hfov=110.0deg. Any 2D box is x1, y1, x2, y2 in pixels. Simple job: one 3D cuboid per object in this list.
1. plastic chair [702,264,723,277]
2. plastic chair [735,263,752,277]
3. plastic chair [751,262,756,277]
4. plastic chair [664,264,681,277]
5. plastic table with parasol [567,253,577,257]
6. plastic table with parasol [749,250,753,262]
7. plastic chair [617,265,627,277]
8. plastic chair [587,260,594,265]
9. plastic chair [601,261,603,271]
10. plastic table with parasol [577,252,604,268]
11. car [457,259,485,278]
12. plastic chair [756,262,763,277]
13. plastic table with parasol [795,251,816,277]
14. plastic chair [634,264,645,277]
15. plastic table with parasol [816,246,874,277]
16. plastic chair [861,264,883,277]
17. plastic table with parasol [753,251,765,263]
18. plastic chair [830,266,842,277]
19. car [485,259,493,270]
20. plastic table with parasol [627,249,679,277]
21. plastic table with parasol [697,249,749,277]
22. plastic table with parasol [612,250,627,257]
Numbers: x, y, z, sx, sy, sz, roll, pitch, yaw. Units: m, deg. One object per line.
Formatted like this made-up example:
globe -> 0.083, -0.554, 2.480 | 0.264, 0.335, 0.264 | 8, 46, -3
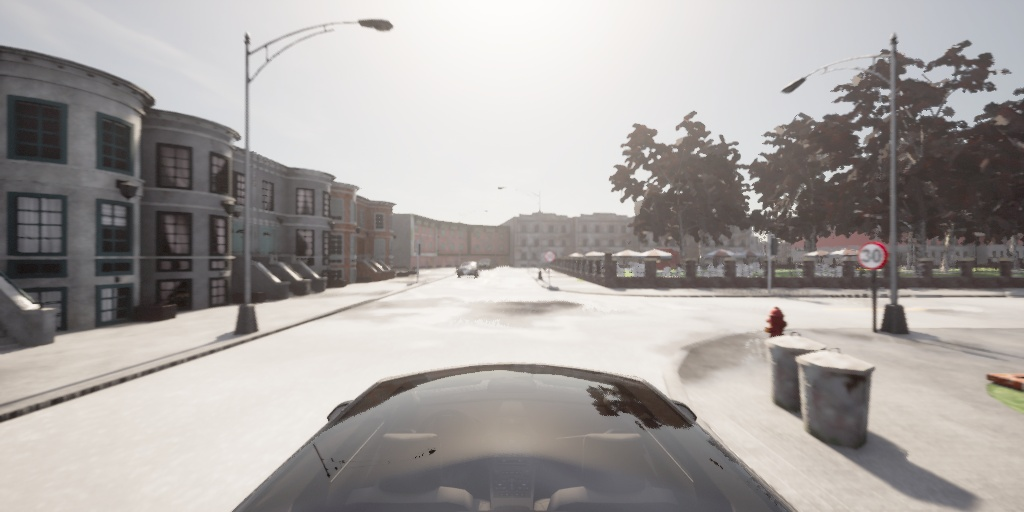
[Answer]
plastic chair -> 14.264, 1.367, 25.514 | 0.730, 1.272, 0.750 | 0, 0, -40
plastic chair -> 16.197, 1.354, 25.285 | 0.750, 1.272, 0.730 | 0, 0, -35
plastic chair -> 19.148, 1.358, 29.295 | 0.750, 1.272, 0.730 | 0, 0, -35
plastic chair -> 10.967, 1.383, 24.284 | 0.750, 1.272, 0.730 | 0, 0, -35
plastic table with parasol -> 9.219, 0.833, 51.532 | 2.482, 2.480, 2.482 | 0, 0, 0
plastic table with parasol -> 18.260, 0.728, 30.246 | 2.482, 2.480, 2.482 | 0, 0, -42
plastic chair -> 8.593, 1.354, 29.002 | 0.730, 1.272, 0.750 | 0, 0, -40
plastic chair -> 9.030, 1.351, 43.112 | 0.730, 1.272, 0.750 | 0, 0, -40
plastic chair -> 10.961, 1.348, 42.824 | 0.750, 1.272, 0.730 | 0, 0, -32
plastic table with parasol -> 10.015, 0.714, 43.836 | 2.482, 2.480, 2.482 | 0, 0, -38
car -> -4.111, 1.306, 34.674 | 2.128, 1.511, 4.902 | 0, 0, 0
plastic chair -> 22.897, 1.348, 32.523 | 0.750, 1.272, 0.730 | 0, 0, -34
plastic table with parasol -> 26.473, 0.750, 30.872 | 2.482, 2.480, 2.482 | 0, 0, -40
plastic chair -> 9.034, 1.384, 24.512 | 0.730, 1.272, 0.750 | 0, 0, -40
plastic table with parasol -> 23.737, 0.730, 25.551 | 2.482, 2.480, 2.482 | 0, 0, -40
plastic chair -> 24.637, 1.359, 24.578 | 0.750, 1.272, 0.730 | 0, 0, -35
plastic table with parasol -> 22.053, 0.682, 33.516 | 2.482, 2.480, 2.482 | 0, 0, -39
plastic chair -> 22.711, 1.333, 24.796 | 0.730, 1.272, 0.750 | 0, 0, -39
car -> -4.039, 1.204, 53.236 | 2.097, 1.767, 4.553 | 0, 0, 4
plastic table with parasol -> 10.065, 0.781, 25.257 | 2.482, 2.480, 2.482 | 0, 0, -40
plastic table with parasol -> 15.295, 0.752, 26.258 | 2.482, 2.480, 2.482 | 0, 0, -40
plastic table with parasol -> 9.624, 0.755, 29.747 | 2.482, 2.480, 2.482 | 0, 0, -40
